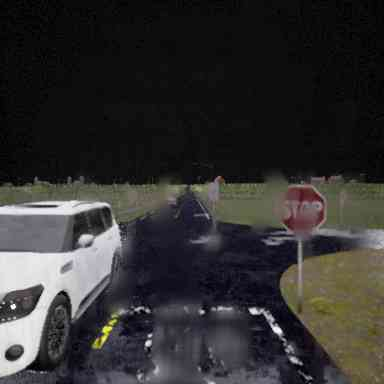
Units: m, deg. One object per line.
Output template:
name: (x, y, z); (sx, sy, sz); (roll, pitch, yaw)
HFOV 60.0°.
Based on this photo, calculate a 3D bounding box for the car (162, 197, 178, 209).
car: (-2.742, 1.369, 43.242); (2.033, 1.411, 5.357); (0, 0, 0)

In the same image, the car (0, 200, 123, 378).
car: (-2.748, 1.216, 5.998); (2.150, 2.045, 5.566); (0, 0, 0)
